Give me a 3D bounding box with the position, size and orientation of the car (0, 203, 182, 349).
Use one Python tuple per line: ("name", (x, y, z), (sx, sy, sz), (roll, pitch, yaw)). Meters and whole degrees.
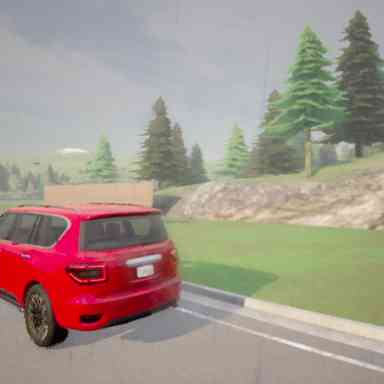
("car", (-2.670, 1.240, 6.623), (5.566, 2.045, 2.150), (0, 0, 42))
